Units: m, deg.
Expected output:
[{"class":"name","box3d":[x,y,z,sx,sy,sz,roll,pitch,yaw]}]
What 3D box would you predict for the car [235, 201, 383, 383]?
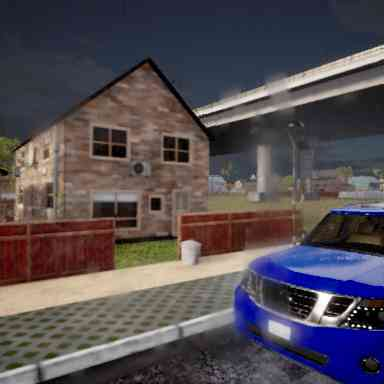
[{"class":"car","box3d":[3.238,1.202,5.381,5.566,2.045,2.150,0,0,-36]}]
